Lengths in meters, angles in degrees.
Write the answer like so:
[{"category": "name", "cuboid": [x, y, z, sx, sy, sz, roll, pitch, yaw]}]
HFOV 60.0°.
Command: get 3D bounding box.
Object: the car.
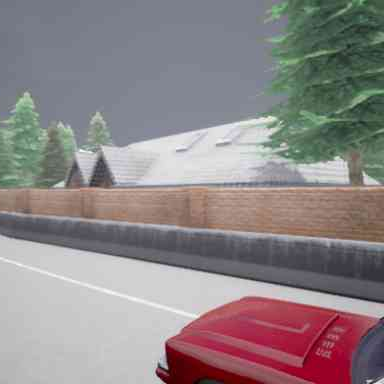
[{"category": "car", "cuboid": [1.985, 1.610, 2.628, 4.718, 1.301, 1.895, 0, 0, 36]}]
